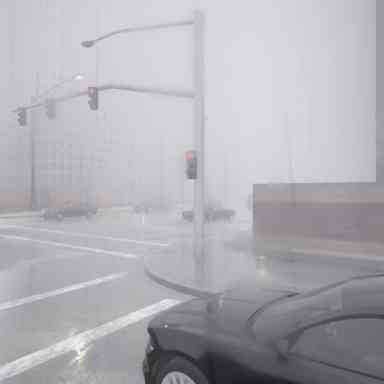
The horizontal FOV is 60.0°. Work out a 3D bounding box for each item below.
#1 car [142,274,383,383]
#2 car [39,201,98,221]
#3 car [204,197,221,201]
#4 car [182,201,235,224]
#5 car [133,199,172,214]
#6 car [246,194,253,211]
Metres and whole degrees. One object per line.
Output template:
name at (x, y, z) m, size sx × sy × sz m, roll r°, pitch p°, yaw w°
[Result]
car at (1.759, 1.478, 2.751) m, size 5.008 × 1.535 × 1.882 m, roll 0°, pitch 0°, yaw 37°
car at (-10.075, 1.491, 27.417) m, size 2.128 × 1.511 × 4.902 m, roll 0°, pitch 0°, yaw 34°
car at (2.025, 1.478, 44.009) m, size 1.882 × 1.535 × 5.008 m, roll 0°, pitch 0°, yaw 36°
car at (1.402, 1.601, 24.992) m, size 1.895 × 1.301 × 4.718 m, roll 0°, pitch 0°, yaw 36°
car at (-4.146, 1.505, 35.555) m, size 1.837 × 1.490 × 4.892 m, roll 0°, pitch 0°, yaw 36°
car at (8.706, 1.221, 40.973) m, size 2.150 × 2.045 × 5.566 m, roll 0°, pitch 0°, yaw 36°
